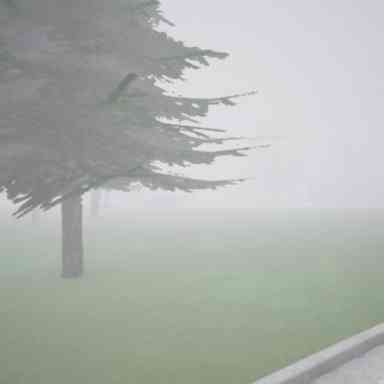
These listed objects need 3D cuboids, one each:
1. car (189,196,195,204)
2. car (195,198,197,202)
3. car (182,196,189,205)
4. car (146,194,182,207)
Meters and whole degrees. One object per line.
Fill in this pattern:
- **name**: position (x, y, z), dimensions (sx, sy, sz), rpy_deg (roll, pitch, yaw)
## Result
- **car**: position (-2.407, 0.974, 49.915), dimensions (4.553, 1.767, 2.097), rpy_deg (0, 1, 14)
- **car**: position (-1.547, 0.936, 53.308), dimensions (4.553, 1.767, 2.097), rpy_deg (0, 1, 14)
- **car**: position (-3.039, 1.225, 46.464), dimensions (4.181, 1.385, 1.994), rpy_deg (-1, 0, 14)
- **car**: position (-3.893, 1.263, 43.070), dimensions (4.181, 1.385, 1.994), rpy_deg (-1, 0, 14)
